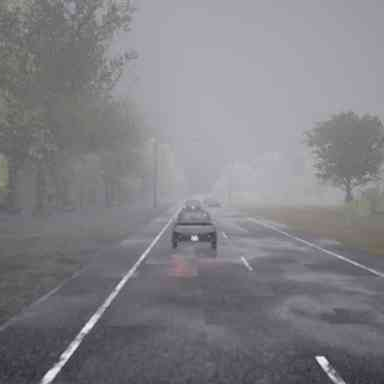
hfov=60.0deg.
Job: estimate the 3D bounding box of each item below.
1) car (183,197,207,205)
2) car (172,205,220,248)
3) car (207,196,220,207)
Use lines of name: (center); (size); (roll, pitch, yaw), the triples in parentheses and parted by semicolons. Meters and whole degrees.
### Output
car: (0.109, 1.523, 33.682); (2.097, 1.767, 4.553); (0, 0, 0)
car: (0.104, 1.568, 15.063); (2.128, 1.511, 4.902); (0, 0, 0)
car: (3.618, 1.845, 55.266); (1.994, 1.385, 4.181); (0, 0, 0)
